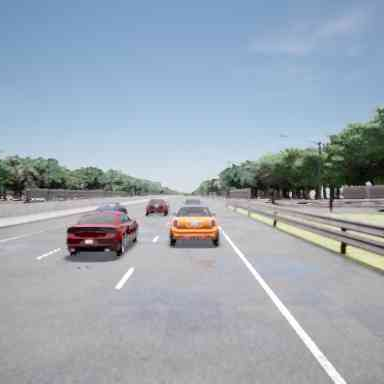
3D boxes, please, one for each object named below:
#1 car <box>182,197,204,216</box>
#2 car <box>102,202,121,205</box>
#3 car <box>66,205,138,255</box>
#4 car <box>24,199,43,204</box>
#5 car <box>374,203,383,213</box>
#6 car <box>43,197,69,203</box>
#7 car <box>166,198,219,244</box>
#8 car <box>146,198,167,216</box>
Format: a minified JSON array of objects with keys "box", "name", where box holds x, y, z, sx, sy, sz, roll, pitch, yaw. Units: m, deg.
[{"box":[0.099,1.415,34.056,2.097,1.767,4.553,0,0,0],"name":"car"},{"box":[-6.900,1.595,28.644,2.033,1.411,5.357,0,0,0],"name":"car"},{"box":[-3.400,1.494,13.451,1.882,1.535,5.008,0,0,0],"name":"car"},{"box":[-24.501,1.807,52.371,1.895,1.301,4.718,0,0,0],"name":"car"},{"box":[20.695,1.032,32.670,2.150,2.045,5.566,0,-2,-19],"name":"car"},{"box":[-21.001,1.579,52.403,2.128,1.511,4.902,0,0,0],"name":"car"},{"box":[0.100,1.373,15.965,2.097,1.767,4.553,0,0,0],"name":"car"},{"box":[-3.401,1.415,34.037,2.097,1.767,4.553,0,0,0],"name":"car"}]
